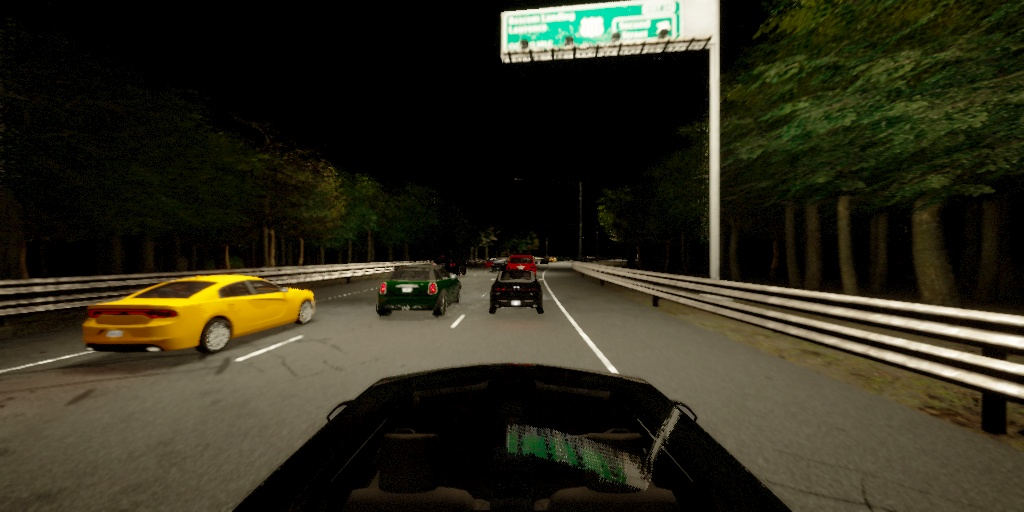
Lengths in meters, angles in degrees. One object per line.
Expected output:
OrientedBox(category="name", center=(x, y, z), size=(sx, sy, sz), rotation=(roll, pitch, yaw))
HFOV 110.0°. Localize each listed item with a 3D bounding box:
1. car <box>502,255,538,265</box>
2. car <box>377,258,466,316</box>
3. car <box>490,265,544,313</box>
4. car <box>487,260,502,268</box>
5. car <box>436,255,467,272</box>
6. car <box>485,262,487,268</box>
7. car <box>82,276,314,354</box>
OrientedBox(category="car", center=(0.762, 0.970, 27.149), size=(2.150, 2.045, 5.566), rotation=(0, 0, 3))
OrientedBox(category="car", center=(-3.245, 1.095, 13.429), size=(2.097, 1.767, 4.553), rotation=(0, 0, 2))
OrientedBox(category="car", center=(0.193, 1.256, 13.934), size=(1.837, 1.490, 4.892), rotation=(0, 0, 2))
OrientedBox(category="car", center=(-1.371, 1.230, 44.149), size=(2.128, 1.511, 4.902), rotation=(0, 0, 6))
OrientedBox(category="car", center=(-5.804, 0.952, 33.908), size=(2.150, 2.045, 5.566), rotation=(0, 0, 5))
OrientedBox(category="car", center=(-3.168, 1.295, 59.316), size=(1.994, 1.385, 4.181), rotation=(0, 0, 8))
OrientedBox(category="car", center=(-6.881, 1.210, 8.734), size=(1.882, 1.535, 5.008), rotation=(0, 0, 1))
